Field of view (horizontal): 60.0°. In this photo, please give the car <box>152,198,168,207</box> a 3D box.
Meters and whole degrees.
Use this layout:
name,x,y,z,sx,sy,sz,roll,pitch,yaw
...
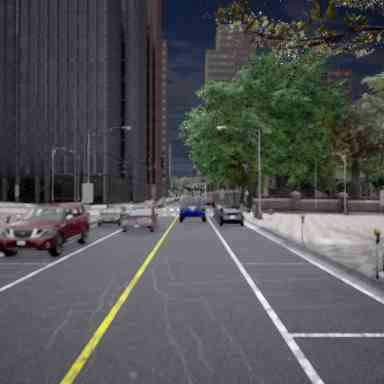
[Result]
name,x,y,z,sx,sy,sz,roll,pitch,yaw
car,-5.732,1.987,56.919,1.947,1.339,4.313,0,0,0

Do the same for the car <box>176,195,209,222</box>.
name,x,y,z,sx,sy,sz,roll,pitch,yaw
car,0.089,1.424,28.250,2.150,2.045,5.566,0,0,1

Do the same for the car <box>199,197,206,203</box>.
name,x,y,z,sx,sy,sz,roll,pitch,yaw
car,2.811,2.134,89.662,1.967,1.590,4.097,0,0,0

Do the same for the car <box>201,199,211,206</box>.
name,x,y,z,sx,sy,sz,roll,pitch,yaw
car,2.799,2.078,67.836,1.947,1.339,4.313,0,0,0

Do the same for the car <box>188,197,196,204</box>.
name,x,y,z,sx,sy,sz,roll,pitch,yaw
car,0.045,2.118,83.289,1.837,1.490,4.892,0,0,0

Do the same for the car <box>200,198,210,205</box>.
name,x,y,z,sx,sy,sz,roll,pitch,yaw
car,2.802,2.108,73.292,2.008,1.369,4.403,0,0,0

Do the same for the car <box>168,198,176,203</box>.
name,x,y,z,sx,sy,sz,roll,pitch,yaw
car,-5.711,2.322,95.117,1.802,1.307,4.206,0,0,0

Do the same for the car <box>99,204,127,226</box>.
name,x,y,z,sx,sy,sz,roll,pitch,yaw
car,-5.748,1.728,24.742,2.008,1.369,4.403,0,0,0

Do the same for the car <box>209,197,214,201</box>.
name,x,y,z,sx,sy,sz,roll,pitch,yaw
car,2.794,1.736,56.926,2.192,1.841,5.009,0,0,0

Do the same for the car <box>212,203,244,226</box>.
name,x,y,z,sx,sy,sz,roll,pitch,yaw
car,2.777,1.743,24.746,1.947,1.339,4.313,0,0,0

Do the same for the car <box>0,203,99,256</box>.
name,x,y,z,sx,sy,sz,roll,pitch,yaw
car,-5.754,1.413,13.719,2.192,1.841,5.009,0,0,0

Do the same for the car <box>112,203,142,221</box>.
name,x,y,z,sx,sy,sz,roll,pitch,yaw
car,-5.746,1.741,30.085,1.752,1.417,4.829,0,0,0

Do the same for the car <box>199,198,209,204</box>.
name,x,y,z,sx,sy,sz,roll,pitch,yaw
car,2.805,2.154,78.749,2.008,1.369,4.403,0,0,0

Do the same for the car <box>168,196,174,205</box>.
name,x,y,z,sx,sy,sz,roll,pitch,yaw
car,-5.723,2.108,73.289,2.008,1.369,4.403,0,0,0

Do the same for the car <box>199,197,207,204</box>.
name,x,y,z,sx,sy,sz,roll,pitch,yaw
car,2.808,2.089,84.206,1.967,1.590,4.097,0,0,0

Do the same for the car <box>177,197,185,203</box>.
name,x,y,z,sx,sy,sz,roll,pitch,yaw
car,-2.952,2.140,89.128,1.812,1.442,4.674,0,0,0

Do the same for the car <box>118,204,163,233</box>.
name,x,y,z,sx,sy,sz,roll,pitch,yaw
car,-3.080,1.674,20.797,1.812,1.442,4.674,0,-1,0

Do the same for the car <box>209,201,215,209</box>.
name,x,y,z,sx,sy,sz,roll,pitch,yaw
car,2.780,1.768,30.259,2.008,1.369,4.403,0,0,0
